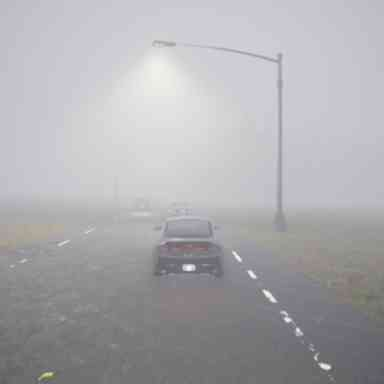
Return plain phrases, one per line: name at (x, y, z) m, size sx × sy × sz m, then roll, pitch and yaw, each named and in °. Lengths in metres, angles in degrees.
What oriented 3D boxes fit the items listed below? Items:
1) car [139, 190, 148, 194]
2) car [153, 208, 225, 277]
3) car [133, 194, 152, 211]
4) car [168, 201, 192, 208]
car at (-11.466, 0.193, 78.782) m, size 2.097 × 1.767 × 4.553 m, roll 0°, pitch 1°, yaw -11°
car at (-0.119, 1.490, 10.152) m, size 1.837 × 1.490 × 4.892 m, roll 0°, pitch 1°, yaw -1°
car at (-5.477, 1.295, 37.249) m, size 2.128 × 1.511 × 4.902 m, roll 0°, pitch 1°, yaw -5°
car at (-0.917, 1.453, 26.768) m, size 2.033 × 1.411 × 5.357 m, roll 0°, pitch 0°, yaw -4°
